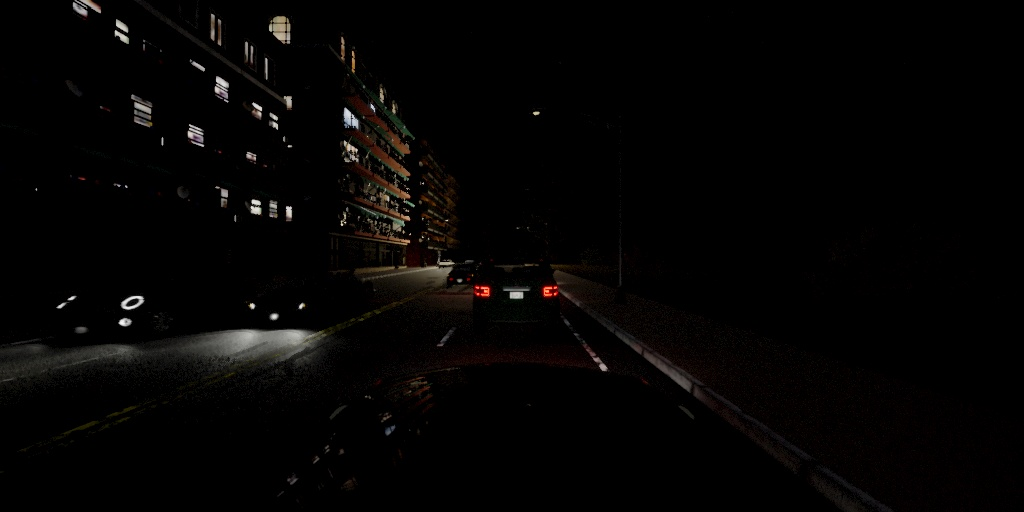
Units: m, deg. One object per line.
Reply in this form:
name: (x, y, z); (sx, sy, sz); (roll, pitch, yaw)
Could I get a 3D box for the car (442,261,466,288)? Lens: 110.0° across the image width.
car: (-3.090, 1.277, 23.551); (1.812, 1.442, 4.674); (0, 0, 0)

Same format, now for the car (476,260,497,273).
car: (-3.033, 1.240, 43.736); (2.128, 1.511, 4.902); (0, 0, 0)

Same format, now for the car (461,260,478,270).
car: (-6.445, 1.314, 54.618); (1.994, 1.385, 4.181); (0, 0, 0)

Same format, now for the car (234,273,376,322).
car: (-6.569, 1.299, 12.568); (2.033, 1.411, 5.357); (0, 0, 0)

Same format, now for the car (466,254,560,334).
car: (0.119, 0.973, 10.714); (2.150, 2.045, 5.566); (0, 0, 0)

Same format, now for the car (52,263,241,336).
car: (-9.827, 1.103, 10.424); (2.097, 1.767, 4.553); (0, 0, 0)

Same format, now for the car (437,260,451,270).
car: (-9.693, 1.275, 53.265); (1.812, 1.442, 4.674); (0, 0, 0)
